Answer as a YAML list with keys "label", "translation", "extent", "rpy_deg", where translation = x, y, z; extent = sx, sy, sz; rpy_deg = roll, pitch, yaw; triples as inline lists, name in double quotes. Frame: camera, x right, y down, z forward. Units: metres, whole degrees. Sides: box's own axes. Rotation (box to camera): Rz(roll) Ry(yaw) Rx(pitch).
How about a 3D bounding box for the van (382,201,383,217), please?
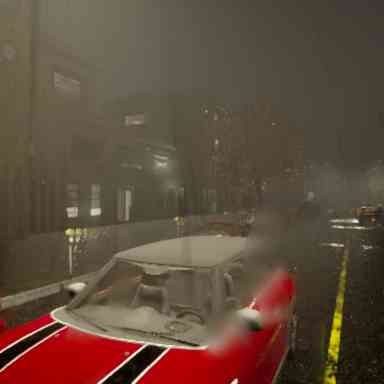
- label: "van"
  translation: [23.192, 1.959, 38.682]
  extent: [1.690, 1.788, 3.998]
  rpy_deg: [-1, -1, 26]

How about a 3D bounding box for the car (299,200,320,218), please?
- label: "car"
  translation: [13.227, 1.872, 37.360]
  extent: [2.192, 1.841, 5.009]
  rpy_deg: [-1, -1, 26]

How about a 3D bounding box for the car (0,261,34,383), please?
- label: "car"
  translation: [-3.768, 1.563, 2.438]
  extent: [1.887, 1.381, 4.507]
  rpy_deg: [-1, -1, 26]

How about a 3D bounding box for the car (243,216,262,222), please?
- label: "car"
  translation: [1.088, 1.754, 12.414]
  extent: [1.802, 1.307, 4.206]
  rpy_deg: [-1, -1, 26]

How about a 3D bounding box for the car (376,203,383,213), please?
- label: "car"
  translation: [28.124, 2.299, 48.808]
  extent: [1.752, 1.417, 4.829]
  rpy_deg: [-1, -1, 26]

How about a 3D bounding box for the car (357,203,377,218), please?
- label: "car"
  translation: [20.131, 2.077, 38.336]
  extent: [1.882, 1.535, 5.008]
  rpy_deg: [0, -1, 26]

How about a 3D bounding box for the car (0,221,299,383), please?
- label: "car"
  translation: [-0.196, 1.401, 3.626]
  extent: [2.097, 1.767, 4.553]
  rpy_deg: [0, -1, 26]

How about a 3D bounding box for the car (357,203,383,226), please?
- label: "car"
  translation: [14.744, 1.920, 27.259]
  extent: [2.128, 1.511, 4.902]
  rpy_deg: [0, -1, 26]

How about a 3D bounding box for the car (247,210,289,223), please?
- label: "car"
  translation: [3.515, 1.800, 17.403]
  extent: [2.008, 1.369, 4.403]
  rpy_deg: [-1, -1, 26]

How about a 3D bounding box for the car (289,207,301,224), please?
- label: "car"
  translation: [5.944, 1.908, 22.391]
  extent: [1.802, 1.307, 4.206]
  rpy_deg: [-1, -1, 26]
